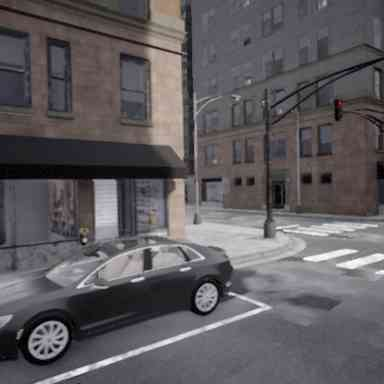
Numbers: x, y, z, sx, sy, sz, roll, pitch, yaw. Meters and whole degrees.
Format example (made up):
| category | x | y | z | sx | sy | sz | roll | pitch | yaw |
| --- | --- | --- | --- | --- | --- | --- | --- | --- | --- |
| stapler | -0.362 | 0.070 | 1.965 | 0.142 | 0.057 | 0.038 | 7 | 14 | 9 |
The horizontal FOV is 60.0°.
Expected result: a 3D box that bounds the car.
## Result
| category | x | y | z | sx | sy | sz | roll | pitch | yaw |
| --- | --- | --- | --- | --- | --- | --- | --- | --- | --- |
| car | -1.232 | 1.496 | 5.672 | 4.403 | 1.369 | 2.008 | -2 | 1 | -36 |
